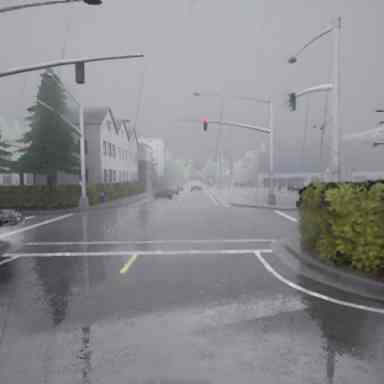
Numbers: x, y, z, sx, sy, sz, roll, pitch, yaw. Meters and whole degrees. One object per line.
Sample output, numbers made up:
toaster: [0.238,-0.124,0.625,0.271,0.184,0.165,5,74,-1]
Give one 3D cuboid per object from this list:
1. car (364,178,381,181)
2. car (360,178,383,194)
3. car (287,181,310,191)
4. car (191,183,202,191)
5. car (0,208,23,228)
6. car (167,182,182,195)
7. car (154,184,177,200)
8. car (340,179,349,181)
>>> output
car: [19.552,-0.460,33.488,1.905,1.878,3.866,-1,2,0]
car: [22.923,-0.806,41.313,1.932,1.855,4.605,-1,2,0]
car: [16.094,-0.876,51.403,2.007,1.523,4.514,-1,2,0]
car: [0.797,-0.926,60.683,1.812,1.442,4.674,-1,2,1]
car: [-11.245,1.180,17.180,4.674,1.442,1.812,-1,2,1]
car: [-2.929,-0.508,47.232,2.097,1.767,4.553,-1,2,1]
car: [-3.101,0.141,37.061,1.895,1.301,4.718,-1,2,1]
car: [26.248,-1.486,58.648,2.152,1.636,5.027,-1,2,0]
